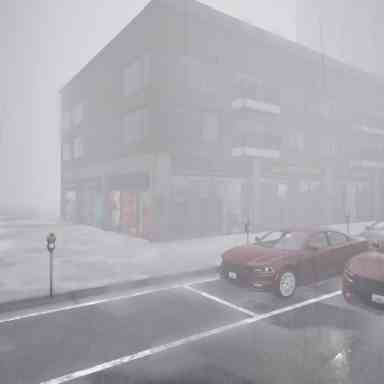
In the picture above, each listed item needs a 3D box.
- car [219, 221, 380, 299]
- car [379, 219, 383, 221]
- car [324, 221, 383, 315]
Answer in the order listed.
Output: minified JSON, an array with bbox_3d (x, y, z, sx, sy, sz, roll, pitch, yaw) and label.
[{"bbox_3d":[2.703,1.545,8.454,4.507,1.381,1.887,0,0,-35],"label":"car"},{"bbox_3d":[7.204,1.581,11.658,4.206,1.307,1.802,0,0,-35],"label":"car"},{"bbox_3d":[5.105,1.477,6.889,5.008,1.535,1.882,0,0,-35],"label":"car"}]
